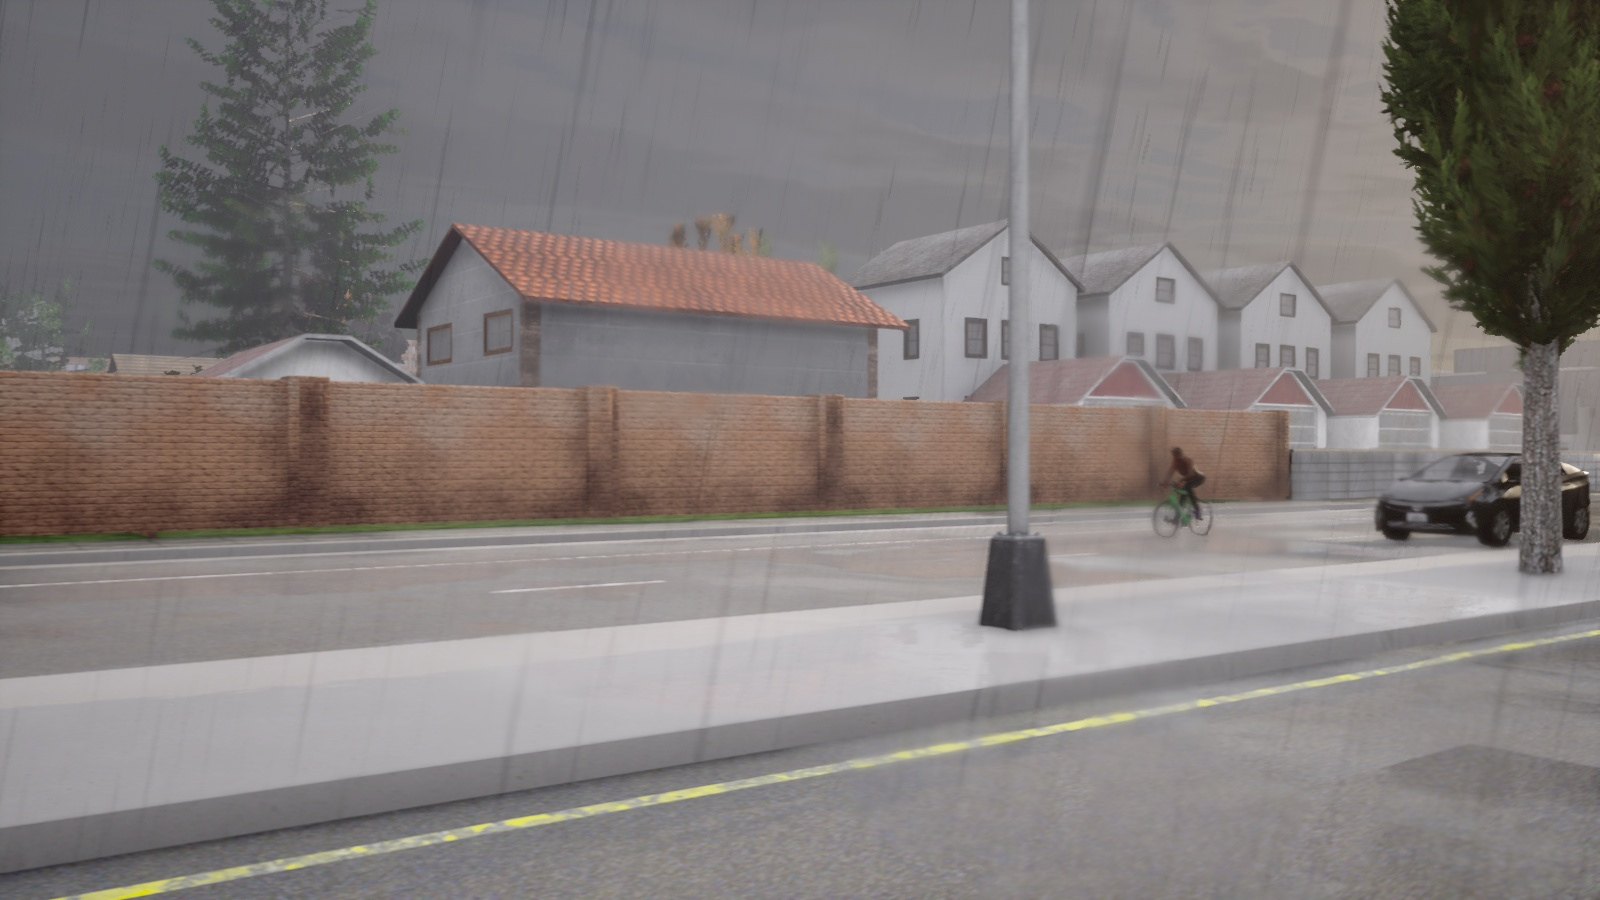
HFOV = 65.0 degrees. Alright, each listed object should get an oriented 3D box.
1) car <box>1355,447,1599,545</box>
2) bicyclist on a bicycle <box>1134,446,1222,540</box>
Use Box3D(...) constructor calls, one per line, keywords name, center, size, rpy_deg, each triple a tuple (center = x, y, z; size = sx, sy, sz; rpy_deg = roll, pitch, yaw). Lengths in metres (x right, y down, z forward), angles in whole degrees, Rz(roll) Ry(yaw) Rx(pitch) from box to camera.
Box3D(name="car", center=(11.763, 0.720, 21.607), size=(4.514, 1.525, 2.007), rpy_deg=(0, 0, -35))
Box3D(name="bicyclist on a bicycle", center=(6.750, 0.739, 22.391), size=(1.656, 1.620, 0.582), rpy_deg=(0, 0, -35))
